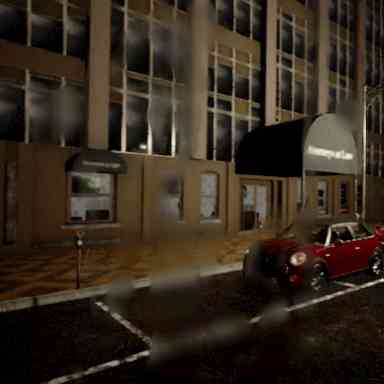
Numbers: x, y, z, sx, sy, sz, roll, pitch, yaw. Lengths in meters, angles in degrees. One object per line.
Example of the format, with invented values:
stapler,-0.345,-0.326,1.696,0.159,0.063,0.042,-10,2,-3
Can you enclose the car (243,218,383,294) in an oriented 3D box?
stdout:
car,3.283,1.478,8.892,4.097,1.590,1.967,0,1,-36
